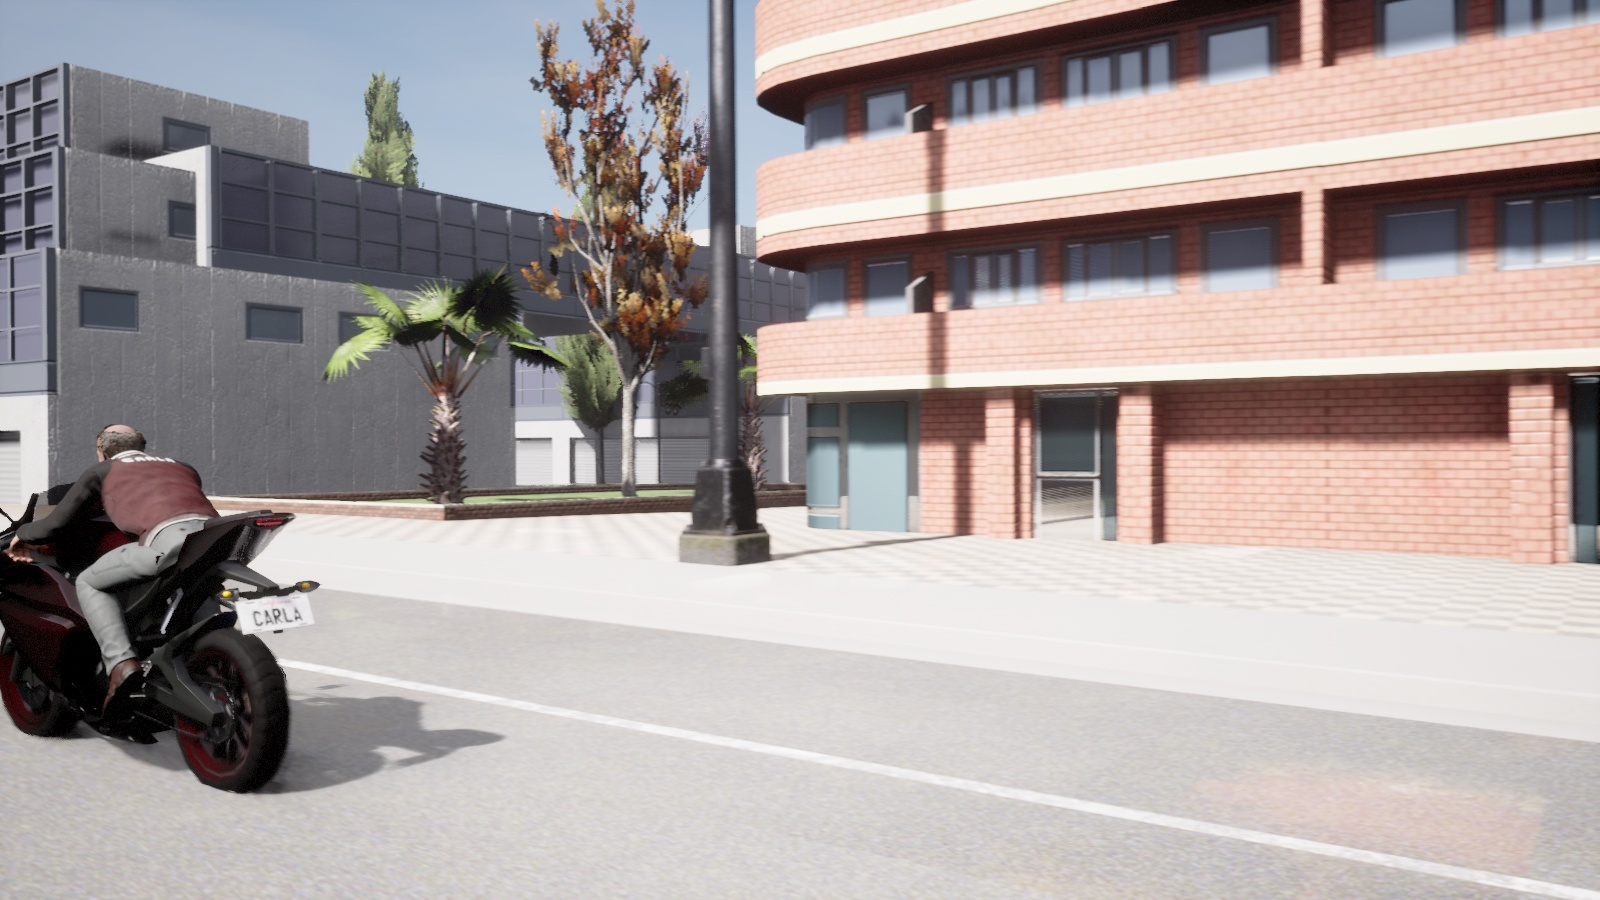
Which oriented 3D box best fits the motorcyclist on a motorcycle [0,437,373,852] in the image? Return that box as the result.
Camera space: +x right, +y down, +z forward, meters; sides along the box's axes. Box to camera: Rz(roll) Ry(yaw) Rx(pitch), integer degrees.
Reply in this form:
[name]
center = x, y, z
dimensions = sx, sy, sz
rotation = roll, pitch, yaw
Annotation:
[motorcyclist on a motorcycle]
center = -2.989, 0.718, 5.611
dimensions = 2.191, 1.530, 0.866
rotation = 0, 1, 34
